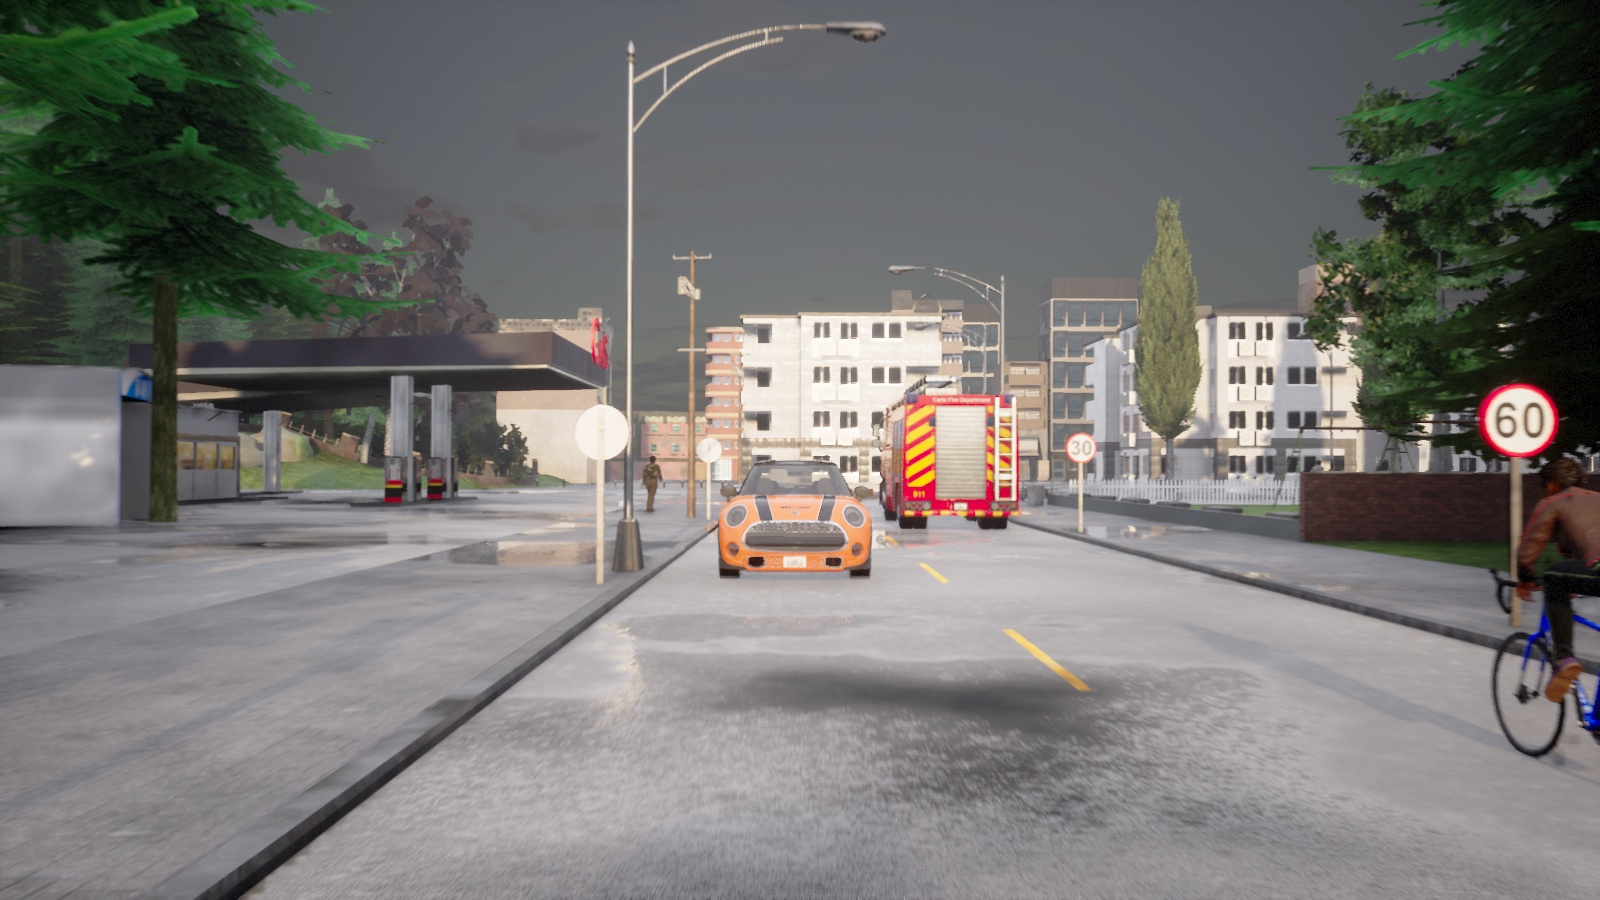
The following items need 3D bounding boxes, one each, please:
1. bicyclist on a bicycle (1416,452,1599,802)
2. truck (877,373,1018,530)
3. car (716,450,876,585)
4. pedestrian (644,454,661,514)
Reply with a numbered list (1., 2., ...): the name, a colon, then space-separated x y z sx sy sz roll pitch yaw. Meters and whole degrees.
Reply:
1. bicyclist on a bicycle: 3.974 0.836 6.654 0.582 1.620 1.656 0 -1 0
2. truck: 3.870 0.101 34.971 2.891 3.827 8.468 0 -1 0
3. car: -0.065 0.922 18.809 2.097 1.767 4.553 0 -1 0
4. pedestrian: -4.728 1.082 40.316 0.395 1.930 0.692 0 -1 5
